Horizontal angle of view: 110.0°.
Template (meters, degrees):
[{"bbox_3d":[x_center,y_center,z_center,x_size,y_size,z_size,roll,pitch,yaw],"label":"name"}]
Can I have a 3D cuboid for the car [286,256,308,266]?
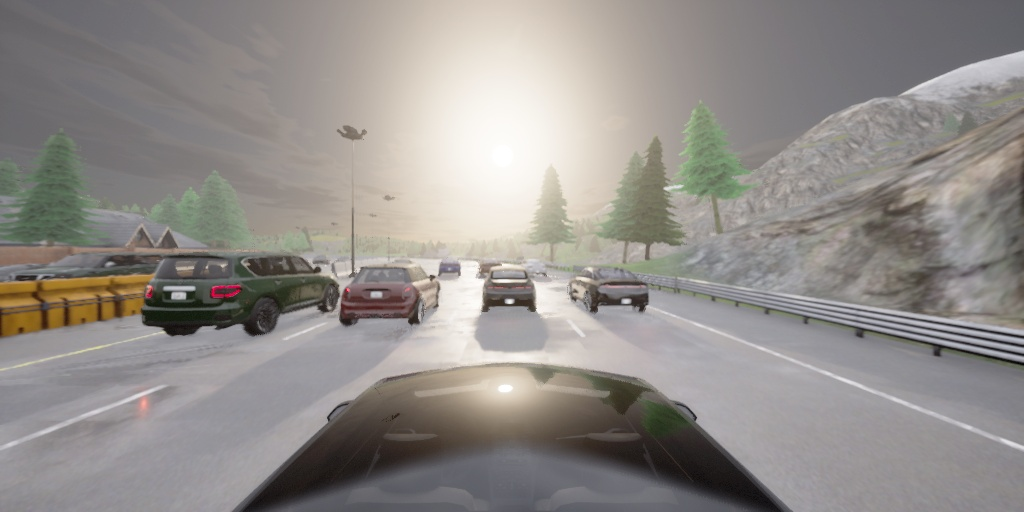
[{"bbox_3d":[-33.302,0.779,55.653,1.994,1.385,4.181,0,1,-19],"label":"car"}]

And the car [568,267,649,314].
[{"bbox_3d":[3.345,1.132,13.239,2.128,1.511,4.902,0,1,-2],"label":"car"}]

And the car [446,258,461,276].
[{"bbox_3d":[-5.614,0.928,32.390,1.882,1.535,5.008,0,1,-9],"label":"car"}]

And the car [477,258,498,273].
[{"bbox_3d":[-2.081,0.929,32.420,1.882,1.535,5.008,0,1,-9],"label":"car"}]

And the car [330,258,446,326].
[{"bbox_3d":[-3.599,1.006,11.450,2.097,1.767,4.553,0,0,-2],"label":"car"}]

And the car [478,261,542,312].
[{"bbox_3d":[-0.177,1.140,13.702,1.837,1.490,4.892,0,1,-3],"label":"car"}]

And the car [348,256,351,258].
[{"bbox_3d":[-25.951,0.719,55.774,1.837,1.490,4.892,0,1,-18],"label":"car"}]

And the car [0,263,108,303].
[{"bbox_3d":[-21.551,1.110,15.982,1.837,1.490,4.892,0,0,-4],"label":"car"}]

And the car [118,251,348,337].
[{"bbox_3d":[-7.029,0.888,10.169,2.150,2.045,5.566,0,1,-2],"label":"car"}]

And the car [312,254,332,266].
[{"bbox_3d":[-29.881,0.567,56.427,2.097,1.767,4.553,0,1,-19],"label":"car"}]

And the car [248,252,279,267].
[{"bbox_3d":[-35.654,0.481,51.706,2.150,2.045,5.566,0,1,-18],"label":"car"}]

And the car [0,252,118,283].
[{"bbox_3d":[-18.019,0.831,15.777,2.150,2.045,5.566,0,0,-4],"label":"car"}]

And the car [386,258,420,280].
[{"bbox_3d":[-8.604,0.991,28.704,1.837,1.490,4.892,0,1,-8],"label":"car"}]

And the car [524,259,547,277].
[{"bbox_3d":[1.705,0.994,30.740,1.812,1.442,4.674,0,1,-8],"label":"car"}]
